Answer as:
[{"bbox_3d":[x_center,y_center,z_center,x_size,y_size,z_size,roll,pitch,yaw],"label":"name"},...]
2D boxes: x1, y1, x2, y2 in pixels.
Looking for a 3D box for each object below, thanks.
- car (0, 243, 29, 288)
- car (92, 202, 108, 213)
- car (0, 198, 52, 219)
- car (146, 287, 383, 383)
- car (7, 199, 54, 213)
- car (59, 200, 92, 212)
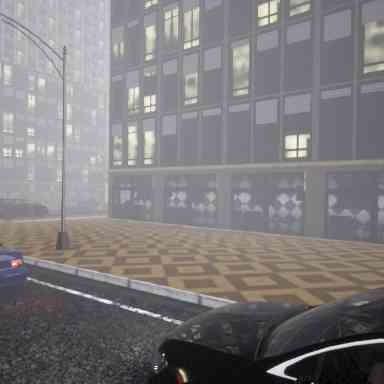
[{"bbox_3d":[-6.096,1.543,8.051,5.357,1.411,2.033,0,0,36],"label":"car"},{"bbox_3d":[-9.234,1.828,40.156,1.752,1.417,4.829,1,0,37],"label":"car"},{"bbox_3d":[-16.049,1.518,30.957,2.192,1.841,5.009,1,0,37],"label":"car"},{"bbox_3d":[1.825,1.505,2.381,4.892,1.490,1.837,0,0,35],"label":"car"},{"bbox_3d":[-19.529,1.641,40.339,1.752,1.417,4.829,1,0,37],"label":"car"},{"bbox_3d":[-14.317,1.751,43.007,2.033,1.411,5.357,1,0,37],"label":"car"}]
